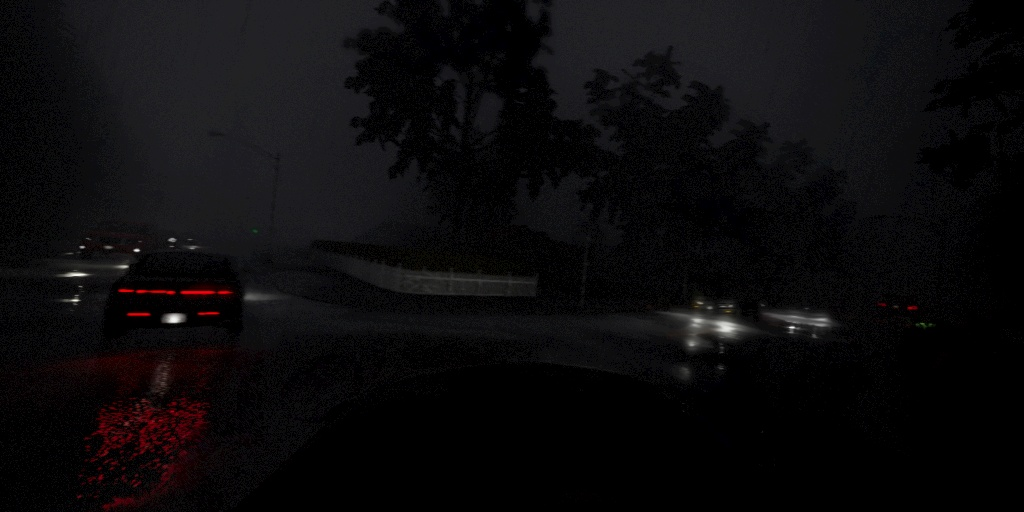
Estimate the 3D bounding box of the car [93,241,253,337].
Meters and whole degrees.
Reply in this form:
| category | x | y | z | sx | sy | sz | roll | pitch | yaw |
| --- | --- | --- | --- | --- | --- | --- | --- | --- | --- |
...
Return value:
| category | x | y | z | sx | sy | sz | roll | pitch | yaw |
| --- | --- | --- | --- | --- | --- | --- | --- | --- | --- |
| car | -6.910 | 0.634 | 7.751 | 1.837 | 1.490 | 4.892 | 6 | 0 | -37 |

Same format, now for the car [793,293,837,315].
| category | x | y | z | sx | sy | sz | roll | pitch | yaw |
| --- | --- | --- | --- | --- | --- | --- | --- | --- | --- |
| car | 24.482 | 3.906 | 28.924 | 4.718 | 1.301 | 1.895 | 6 | -1 | -37 |

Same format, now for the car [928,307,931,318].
| category | x | y | z | sx | sy | sz | roll | pitch | yaw |
| --- | --- | --- | --- | --- | --- | --- | --- | --- | --- |
| car | 40.820 | 5.455 | 36.268 | 4.674 | 1.442 | 1.812 | 6 | 0 | -37 |

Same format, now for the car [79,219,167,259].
| category | x | y | z | sx | sy | sz | roll | pitch | yaw |
| --- | --- | --- | --- | --- | --- | --- | --- | --- | --- |
| car | -20.974 | -0.913 | 19.459 | 2.150 | 2.045 | 5.566 | 6 | -1 | -37 |

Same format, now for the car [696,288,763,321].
| category | x | y | z | sx | sy | sz | roll | pitch | yaw |
| --- | --- | --- | --- | --- | --- | --- | --- | --- | --- |
| car | 11.722 | 2.510 | 19.177 | 4.892 | 1.490 | 1.837 | 6 | -1 | -37 |

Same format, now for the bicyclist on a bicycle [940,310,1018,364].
| category | x | y | z | sx | sy | sz | roll | pitch | yaw |
| --- | --- | --- | --- | --- | --- | --- | --- | --- | --- |
| bicyclist on a bicycle | 15.621 | 2.673 | 12.043 | 0.582 | 1.620 | 1.656 | 6 | 0 | -37 |

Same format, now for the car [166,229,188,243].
| category | x | y | z | sx | sy | sz | roll | pitch | yaw |
| --- | --- | --- | --- | --- | --- | --- | --- | --- | --- |
| car | -28.073 | -1.392 | 28.840 | 2.097 | 1.767 | 4.553 | 6 | -1 | -37 |

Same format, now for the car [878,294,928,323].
| category | x | y | z | sx | sy | sz | roll | pitch | yaw |
| --- | --- | --- | --- | --- | --- | --- | --- | --- | --- |
| car | 31.899 | 4.240 | 29.381 | 5.566 | 2.045 | 2.150 | 6 | -1 | -37 |

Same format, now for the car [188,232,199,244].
| category | x | y | z | sx | sy | sz | roll | pitch | yaw |
| --- | --- | --- | --- | --- | --- | --- | --- | --- | --- |
| car | -37.284 | -2.031 | 41.083 | 1.837 | 1.490 | 4.892 | 6 | -1 | -37 |
